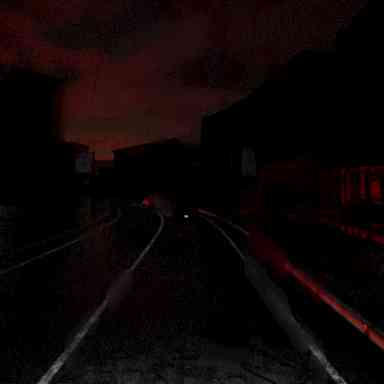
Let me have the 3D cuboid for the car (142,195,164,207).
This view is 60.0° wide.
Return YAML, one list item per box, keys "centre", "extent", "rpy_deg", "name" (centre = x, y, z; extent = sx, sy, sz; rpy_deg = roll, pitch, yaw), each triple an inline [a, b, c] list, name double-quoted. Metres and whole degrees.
- centre: [-4.982, 1.091, 42.263]
  extent: [1.837, 1.490, 4.892]
  rpy_deg: [2, 1, -23]
  name: "car"

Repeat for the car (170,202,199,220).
- centre: [-0.699, 1.459, 26.445]
  extent: [1.895, 1.301, 4.718]
  rpy_deg: [0, 1, -7]
  name: "car"
